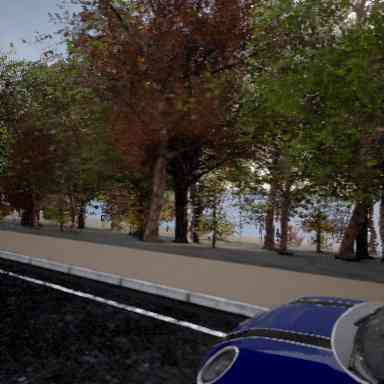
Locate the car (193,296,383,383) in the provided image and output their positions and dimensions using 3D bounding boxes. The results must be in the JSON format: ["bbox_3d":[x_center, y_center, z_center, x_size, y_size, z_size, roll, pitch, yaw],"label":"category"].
[{"bbox_3d":[2.177,1.354,2.131,4.553,1.767,2.097,0,0,36],"label":"car"}]
